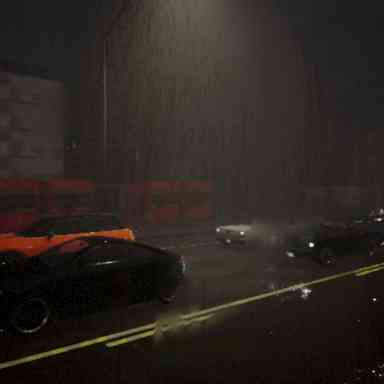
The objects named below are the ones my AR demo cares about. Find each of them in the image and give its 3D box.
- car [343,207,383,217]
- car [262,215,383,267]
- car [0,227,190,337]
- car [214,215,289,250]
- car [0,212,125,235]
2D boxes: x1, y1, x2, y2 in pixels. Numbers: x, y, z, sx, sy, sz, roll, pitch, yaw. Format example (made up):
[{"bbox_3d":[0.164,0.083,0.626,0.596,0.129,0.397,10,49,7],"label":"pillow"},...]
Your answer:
[{"bbox_3d":[10.771,1.717,20.702,4.902,1.511,2.128,1,-1,-36],"label":"car"},{"bbox_3d":[4.925,1.712,12.000,4.718,1.301,1.895,1,-1,-37],"label":"car"},{"bbox_3d":[-2.108,1.623,6.778,4.181,1.385,1.994,0,-1,-36],"label":"car"},{"bbox_3d":[3.285,1.742,15.140,4.718,1.301,1.895,1,-1,-37],"label":"car"},{"bbox_3d":[-3.947,1.435,9.774,4.553,1.767,2.097,0,-1,-37],"label":"car"}]
